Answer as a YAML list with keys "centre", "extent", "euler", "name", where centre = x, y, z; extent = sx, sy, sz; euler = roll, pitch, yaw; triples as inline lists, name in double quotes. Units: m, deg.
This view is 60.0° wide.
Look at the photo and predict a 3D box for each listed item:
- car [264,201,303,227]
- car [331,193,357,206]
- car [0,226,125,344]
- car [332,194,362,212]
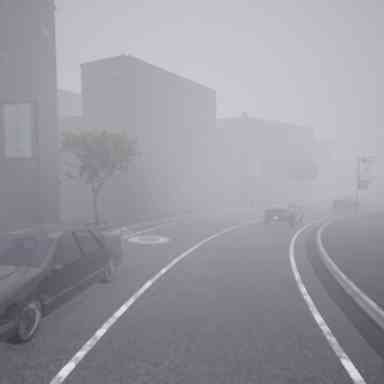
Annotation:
- centre: [6.044, 1.345, 21.814]
  extent: [1.812, 1.442, 4.674]
  euler: [3, 2, 27]
  name: "car"
- centre: [20.975, 0.990, 45.804]
  extent: [1.812, 1.442, 4.674]
  euler: [5, 4, 44]
  name: "car"
- centre: [-2.967, 1.428, 6.561]
  extent: [2.033, 1.411, 5.357]
  euler: [1, 1, 8]
  name: "car"
- centre: [16.987, 1.234, 36.304]
  extent: [1.882, 1.535, 5.008]
  euler: [5, 3, 42]
  name: "car"
